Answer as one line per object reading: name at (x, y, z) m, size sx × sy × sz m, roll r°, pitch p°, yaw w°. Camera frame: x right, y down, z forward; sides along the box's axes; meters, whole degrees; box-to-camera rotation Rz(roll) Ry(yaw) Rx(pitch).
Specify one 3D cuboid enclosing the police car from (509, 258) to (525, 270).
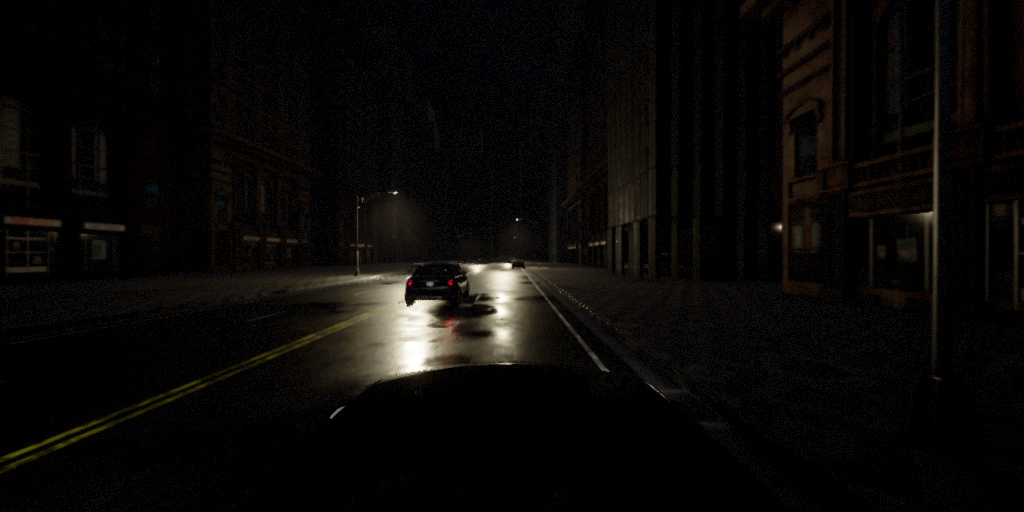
police car at (0.960, 1.188, 54.373) m, size 1.930 × 1.638 × 5.238 m, roll 0°, pitch 0°, yaw 0°

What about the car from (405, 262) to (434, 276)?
car at (-9.847, 1.315, 38.537) m, size 1.994 × 1.385 × 4.181 m, roll 0°, pitch 0°, yaw 0°

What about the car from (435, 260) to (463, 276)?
car at (-6.599, 1.244, 38.335) m, size 2.128 × 1.511 × 4.902 m, roll 0°, pitch 0°, yaw 0°

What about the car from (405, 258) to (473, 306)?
car at (-3.154, 1.100, 15.912) m, size 2.097 × 1.767 × 4.553 m, roll 0°, pitch 0°, yaw 0°
